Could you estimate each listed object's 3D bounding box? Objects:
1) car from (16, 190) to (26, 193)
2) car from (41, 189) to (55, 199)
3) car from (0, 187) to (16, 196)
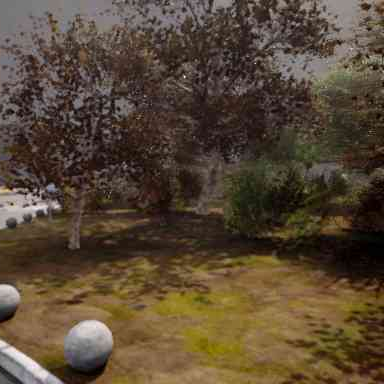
[{"bbox_3d":[-28.557,-0.711,54.576,2.435,2.045,5.566,0,3,1],"label":"car"},{"bbox_3d":[-17.068,0.258,41.597,1.837,1.490,4.892,0,3,1],"label":"car"},{"bbox_3d":[-28.697,-0.148,48.790,1.946,1.575,5.366,0,3,1],"label":"car"}]
